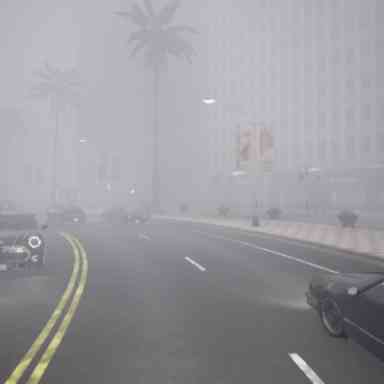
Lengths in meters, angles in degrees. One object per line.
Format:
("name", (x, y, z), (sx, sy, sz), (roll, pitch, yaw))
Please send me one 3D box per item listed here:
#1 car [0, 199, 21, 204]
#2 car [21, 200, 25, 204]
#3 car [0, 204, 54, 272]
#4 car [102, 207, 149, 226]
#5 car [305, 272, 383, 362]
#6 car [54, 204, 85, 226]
("car", (-20.802, 1.620, 36.024), (4.553, 1.767, 2.097), (-1, 0, 43))
("car", (-27.130, 1.850, 50.734), (4.892, 1.521, 2.231), (0, 0, 43))
("car", (-5.878, 1.432, 10.948), (2.097, 1.767, 4.553), (0, 0, -21))
("car", (-5.090, 1.750, 24.857), (1.895, 1.301, 4.718), (0, 0, -35))
("car", (3.235, 1.554, 3.645), (2.033, 1.411, 5.357), (0, 0, -7))
("car", (-9.577, 1.670, 24.851), (1.837, 1.490, 4.892), (1, -1, -40))
